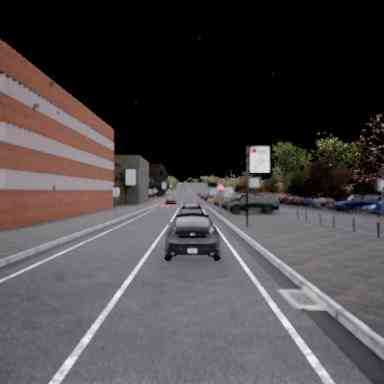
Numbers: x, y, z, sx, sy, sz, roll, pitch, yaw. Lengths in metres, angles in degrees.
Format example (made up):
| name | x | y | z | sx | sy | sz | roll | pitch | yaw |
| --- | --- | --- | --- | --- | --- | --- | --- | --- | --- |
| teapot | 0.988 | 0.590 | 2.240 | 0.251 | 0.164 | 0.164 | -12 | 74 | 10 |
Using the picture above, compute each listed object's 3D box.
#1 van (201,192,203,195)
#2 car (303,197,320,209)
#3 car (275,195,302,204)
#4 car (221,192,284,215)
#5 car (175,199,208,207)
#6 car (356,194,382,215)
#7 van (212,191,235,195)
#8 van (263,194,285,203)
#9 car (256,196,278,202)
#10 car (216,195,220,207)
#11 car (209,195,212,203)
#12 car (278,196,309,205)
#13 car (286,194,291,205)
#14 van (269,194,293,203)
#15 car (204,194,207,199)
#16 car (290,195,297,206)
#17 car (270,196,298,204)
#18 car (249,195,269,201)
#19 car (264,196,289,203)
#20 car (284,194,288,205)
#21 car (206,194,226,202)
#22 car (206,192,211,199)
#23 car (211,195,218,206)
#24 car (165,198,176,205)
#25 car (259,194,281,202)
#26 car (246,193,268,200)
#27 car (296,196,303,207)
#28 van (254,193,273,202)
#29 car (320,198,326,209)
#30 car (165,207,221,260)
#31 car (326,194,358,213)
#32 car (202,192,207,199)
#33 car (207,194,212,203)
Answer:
| name | x | y | z | sx | sy | sz | roll | pitch | yaw |
| --- | --- | --- | --- | --- | --- | --- | --- | --- | --- |
| van | 5.374 | 1.322 | 88.234 | 4.442 | 1.987 | 1.878 | 0 | 1 | -1 |
| car | 18.571 | 1.523 | 46.017 | 4.892 | 1.521 | 2.231 | 0 | 0 | -1 |
| car | 18.303 | 1.419 | 63.081 | 4.553 | 1.767 | 2.185 | 0 | 0 | -1 |
| car | 6.182 | 1.247 | 34.412 | 5.566 | 2.045 | 2.435 | 0 | 0 | -1 |
| car | -0.034 | 1.575 | 27.570 | 2.128 | 1.511 | 4.902 | 0 | 0 | 0 |
| car | 18.767 | 1.355 | 31.891 | 4.553 | 1.767 | 2.185 | 0 | 1 | -1 |
| van | 5.977 | 1.309 | 54.192 | 4.442 | 1.987 | 1.878 | 0 | 0 | -1 |
| van | 18.194 | 1.334 | 74.252 | 4.442 | 1.987 | 1.878 | 0 | 0 | -1 |
| car | 18.010 | 1.597 | 79.894 | 4.792 | 1.488 | 2.163 | 0 | 0 | -1 |
| car | 6.007 | 1.563 | 45.714 | 4.674 | 1.452 | 2.002 | 0 | 0 | -1 |
| car | 5.807 | 1.578 | 57.015 | 4.674 | 1.452 | 2.002 | 0 | 0 | -1 |
| car | 18.317 | 1.541 | 60.258 | 5.008 | 1.535 | 2.097 | 0 | 0 | -1 |
| car | 18.454 | 1.563 | 54.488 | 4.792 | 1.488 | 2.163 | 0 | 0 | -1 |
| van | 18.291 | 1.326 | 68.603 | 4.442 | 1.987 | 1.878 | 0 | 0 | -1 |
| car | 5.795 | 1.550 | 68.319 | 5.366 | 1.575 | 1.946 | 0 | 0 | -1 |
| car | 18.470 | 1.529 | 51.663 | 5.008 | 1.535 | 2.097 | 0 | 0 | -1 |
| car | 18.228 | 1.548 | 65.904 | 5.008 | 1.535 | 2.097 | 0 | 0 | -1 |
| car | 17.824 | 1.545 | 88.500 | 5.008 | 1.535 | 2.097 | 0 | 1 | -1 |
| car | 18.132 | 1.557 | 71.426 | 4.892 | 1.521 | 2.231 | 0 | 0 | -1 |
| car | 18.377 | 1.537 | 57.435 | 5.008 | 1.535 | 2.097 | 0 | 0 | -1 |
| car | 5.491 | 1.439 | 76.793 | 4.553 | 1.767 | 2.185 | 0 | 0 | -1 |
| car | 5.691 | 1.424 | 65.492 | 4.553 | 1.767 | 2.185 | 0 | 0 | -1 |
| car | 5.881 | 1.560 | 51.364 | 4.792 | 1.488 | 2.163 | 0 | 0 | -1 |
| car | -3.648 | 1.695 | 56.981 | 1.895 | 1.301 | 4.718 | 0 | 0 | 0 |
| car | 17.994 | 1.438 | 77.196 | 4.553 | 1.767 | 2.185 | 0 | 0 | -1 |
| car | 17.752 | 1.252 | 91.329 | 5.566 | 2.045 | 2.435 | 0 | 1 | -1 |
| car | 18.520 | 1.525 | 48.840 | 5.008 | 1.535 | 2.097 | 0 | 0 | -1 |
| van | 17.811 | 1.345 | 82.718 | 4.442 | 1.987 | 1.878 | 0 | 0 | -1 |
| car | 18.686 | 1.512 | 40.371 | 4.892 | 1.521 | 2.231 | 0 | 0 | -1 |
| car | 0.030 | 1.546 | 12.592 | 1.837 | 1.490 | 4.892 | 0 | 0 | 0 |
| car | 18.699 | 1.253 | 37.671 | 5.566 | 2.045 | 2.435 | 0 | 0 | -1 |
| car | 5.588 | 1.306 | 71.142 | 5.566 | 2.045 | 2.435 | 0 | 0 | -1 |
| car | 5.945 | 1.539 | 59.843 | 5.366 | 1.575 | 1.946 | 0 | 0 | -1 |
